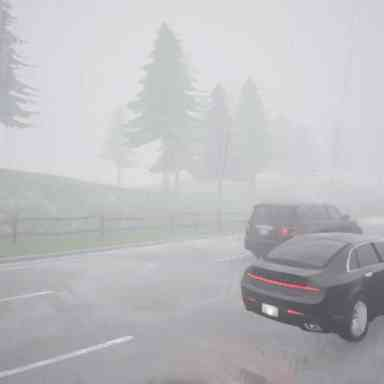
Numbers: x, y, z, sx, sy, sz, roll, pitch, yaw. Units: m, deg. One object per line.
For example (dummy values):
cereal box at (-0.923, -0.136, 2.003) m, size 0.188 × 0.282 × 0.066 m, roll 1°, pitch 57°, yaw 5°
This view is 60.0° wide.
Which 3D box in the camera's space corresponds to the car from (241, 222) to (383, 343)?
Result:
car at (3.061, 1.587, 6.698) m, size 4.892 × 1.490 × 1.837 m, roll 0°, pitch -1°, yaw -40°

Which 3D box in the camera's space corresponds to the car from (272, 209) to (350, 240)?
car at (7.105, 1.788, 19.572) m, size 5.357 × 1.411 × 2.033 m, roll 0°, pitch -1°, yaw -42°

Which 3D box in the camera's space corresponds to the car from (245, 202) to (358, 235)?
car at (4.278, 1.375, 12.321) m, size 5.566 × 2.045 × 2.150 m, roll 0°, pitch -1°, yaw -42°
